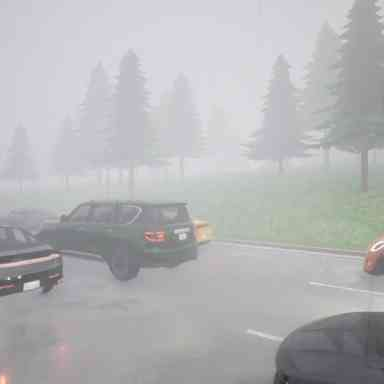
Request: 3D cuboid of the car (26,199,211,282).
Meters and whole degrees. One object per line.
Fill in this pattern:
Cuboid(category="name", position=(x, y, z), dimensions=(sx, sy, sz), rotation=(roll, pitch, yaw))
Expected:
Cuboid(category="car", position=(-2.419, 1.225, 10.033), dimensions=(5.566, 2.045, 2.150), rotation=(0, 0, 35))

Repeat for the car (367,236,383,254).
Cuboid(category="car", position=(6.630, 1.351, 7.855), dimensions=(4.553, 1.767, 2.097), rotation=(0, 0, 36))

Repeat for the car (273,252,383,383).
Cuboid(category="car", position=(2.950, 1.477, 1.880), dimensions=(5.008, 1.535, 1.882), rotation=(0, 0, 36))

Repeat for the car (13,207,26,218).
Cuboid(category="car", position=(-9.679, 1.570, 19.543), dimensions=(4.181, 1.385, 1.994), rotation=(0, 0, 36))

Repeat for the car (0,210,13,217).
Cuboid(category="car", position=(-11.357, 1.553, 16.435), dimensions=(5.357, 1.411, 2.033), rotation=(0, 0, 36))

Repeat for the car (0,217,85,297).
Cuboid(category="car", position=(-4.906, 1.495, 7.509), dimensions=(4.902, 1.511, 2.128), rotation=(0, 0, 36))
